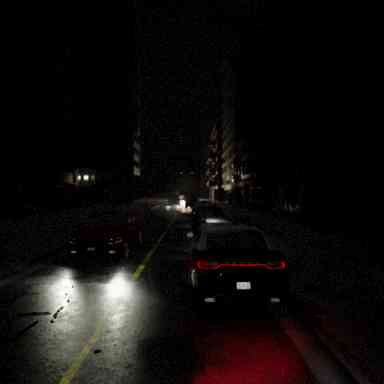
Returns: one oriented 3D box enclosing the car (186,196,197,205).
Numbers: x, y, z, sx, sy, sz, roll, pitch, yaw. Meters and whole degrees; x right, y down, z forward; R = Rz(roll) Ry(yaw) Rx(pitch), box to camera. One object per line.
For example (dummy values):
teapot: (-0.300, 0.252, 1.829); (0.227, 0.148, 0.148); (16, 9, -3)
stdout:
car: (-0.019, 1.537, 59.845); (1.882, 1.535, 5.008); (0, 0, 0)

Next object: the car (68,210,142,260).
car: (-3.104, 1.477, 12.718); (1.882, 1.535, 5.008); (0, 0, 0)

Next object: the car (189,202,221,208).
car: (0.895, 1.508, 18.262); (1.837, 1.490, 4.892); (0, 0, 0)

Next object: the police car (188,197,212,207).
police car: (0.892, 1.432, 24.372); (1.930, 1.638, 5.238); (0, 0, 0)

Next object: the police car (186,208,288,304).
police car: (0.897, 1.425, 8.372); (1.930, 1.638, 5.238); (0, 0, 0)

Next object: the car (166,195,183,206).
car: (-3.100, 1.397, 55.558); (2.097, 1.767, 4.553); (0, 0, 0)

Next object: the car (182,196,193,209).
car: (-0.003, 1.534, 46.242); (1.837, 1.490, 4.892); (0, 0, 0)
